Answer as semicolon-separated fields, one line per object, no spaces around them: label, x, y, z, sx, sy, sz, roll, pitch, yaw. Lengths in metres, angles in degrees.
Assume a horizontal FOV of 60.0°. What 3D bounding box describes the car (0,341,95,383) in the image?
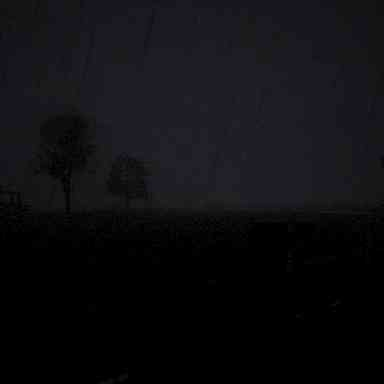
car;-2.408;1.565;1.353;4.181;1.385;1.994;0;0;-35

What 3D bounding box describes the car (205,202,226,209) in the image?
car;4.613;2.741;66.642;1.895;1.301;4.718;-1;-1;-35
